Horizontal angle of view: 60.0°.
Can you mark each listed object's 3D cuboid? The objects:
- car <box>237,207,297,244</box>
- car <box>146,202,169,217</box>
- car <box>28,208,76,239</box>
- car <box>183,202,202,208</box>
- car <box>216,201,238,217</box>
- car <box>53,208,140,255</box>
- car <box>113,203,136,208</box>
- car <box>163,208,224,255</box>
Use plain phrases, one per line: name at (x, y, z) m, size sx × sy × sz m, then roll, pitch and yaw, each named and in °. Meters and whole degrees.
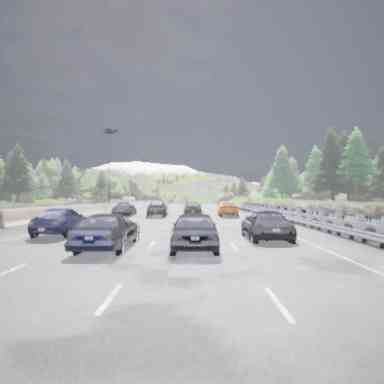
car at (3.601, 1.607, 16.162) m, size 1.994 × 1.385 × 4.181 m, roll 0°, pitch 0°, yaw 0°
car at (-3.398, 1.693, 33.290) m, size 2.128 × 1.511 × 4.902 m, roll 0°, pitch -1°, yaw 0°
car at (-6.914, 1.575, 17.559) m, size 1.812 × 1.442 × 4.674 m, roll 0°, pitch 0°, yaw 0°
car at (0.089, 1.745, 34.447) m, size 1.812 × 1.442 × 4.674 m, roll 0°, pitch -1°, yaw 0°
car at (3.602, 1.695, 34.272) m, size 1.882 × 1.535 × 5.008 m, roll 0°, pitch -1°, yaw 0°
car at (-3.399, 1.580, 13.471) m, size 2.033 × 1.411 × 5.357 m, roll 0°, pitch 0°, yaw 0°
car at (-6.897, 1.777, 34.100) m, size 1.994 × 1.385 × 4.181 m, roll 0°, pitch -1°, yaw 0°
car at (0.101, 1.580, 13.446) m, size 2.033 × 1.411 × 5.357 m, roll 0°, pitch 0°, yaw 0°
